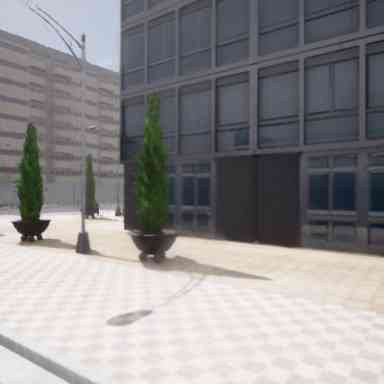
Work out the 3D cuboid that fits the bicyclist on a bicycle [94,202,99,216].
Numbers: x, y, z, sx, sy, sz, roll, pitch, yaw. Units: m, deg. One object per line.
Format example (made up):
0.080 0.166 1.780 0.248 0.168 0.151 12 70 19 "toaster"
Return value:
-8.407 1.204 28.172 1.656 1.620 0.582 0 0 36 "bicyclist on a bicycle"
